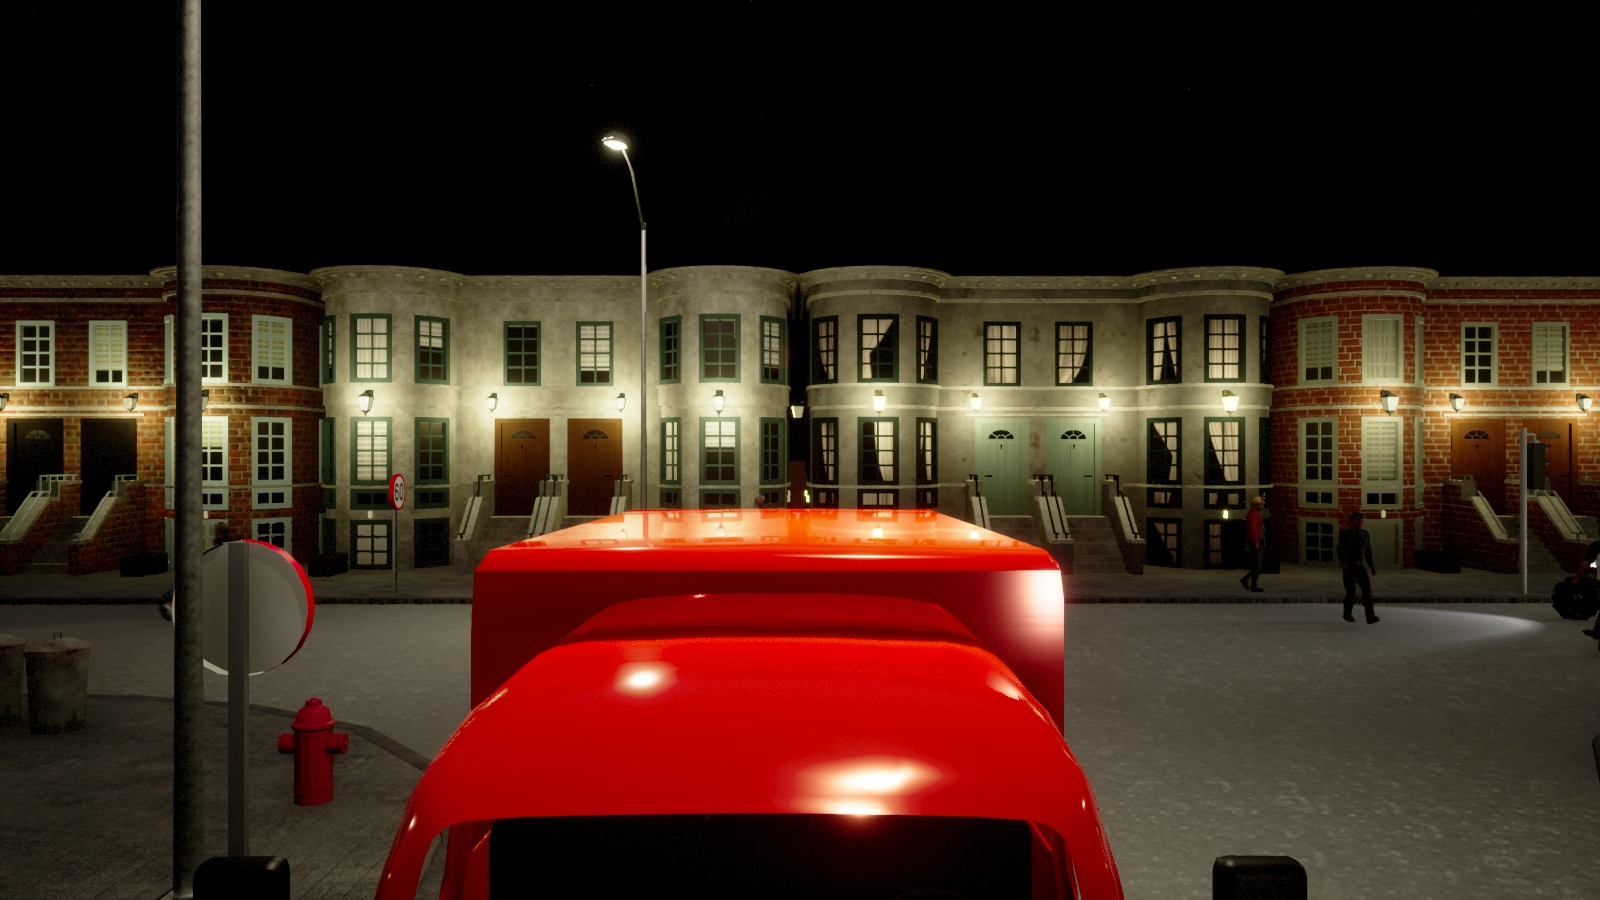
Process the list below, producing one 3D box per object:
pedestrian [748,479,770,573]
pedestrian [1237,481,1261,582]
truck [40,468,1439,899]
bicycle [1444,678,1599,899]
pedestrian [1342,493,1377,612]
[{"bbox_3d":[-0.823,1.525,22.929,0.375,1.860,0.375,0,0,7],"label":"pedestrian"},{"bbox_3d":[8.446,1.525,21.497,0.375,1.860,0.375,0,0,16],"label":"pedestrian"},{"bbox_3d":[-0.117,1.348,4.748,2.627,2.467,5.204,0,0,0],"label":"truck"},{"bbox_3d":[3.838,1.940,5.598,0.329,1.271,1.835,0,0,0],"label":"bicycle"},{"bbox_3d":[8.915,1.628,18.218,0.375,1.860,0.375,0,0,0],"label":"pedestrian"}]
